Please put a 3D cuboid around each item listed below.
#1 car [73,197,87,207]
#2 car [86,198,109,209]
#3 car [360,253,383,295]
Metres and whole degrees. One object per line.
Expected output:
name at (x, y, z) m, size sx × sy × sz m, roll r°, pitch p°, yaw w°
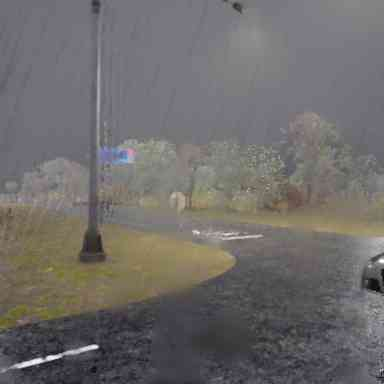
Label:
car at (-19.318, 1.662, 58.224) m, size 2.097 × 1.767 × 4.553 m, roll 1°, pitch -1°, yaw -33°
car at (-13.815, 1.792, 49.624) m, size 1.837 × 1.490 × 4.892 m, roll 1°, pitch -1°, yaw -32°
car at (5.780, 1.662, 7.671) m, size 4.181 × 1.385 × 1.994 m, roll 1°, pitch -1°, yaw -34°
